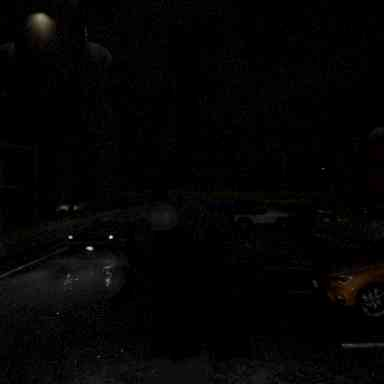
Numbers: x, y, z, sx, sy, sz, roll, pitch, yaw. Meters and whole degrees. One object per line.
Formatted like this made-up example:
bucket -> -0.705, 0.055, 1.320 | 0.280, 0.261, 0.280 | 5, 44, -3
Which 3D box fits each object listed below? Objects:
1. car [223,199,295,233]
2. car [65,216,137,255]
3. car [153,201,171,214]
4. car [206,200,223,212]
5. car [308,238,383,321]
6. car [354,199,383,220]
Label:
car -> 4.061, 1.463, 20.188 | 3.866, 1.878, 1.905 | 0, 0, 0
car -> -3.599, 1.707, 13.989 | 1.895, 1.301, 4.718 | 0, 0, 0
car -> -3.533, 1.832, 40.279 | 1.812, 1.442, 4.674 | 0, 0, 0
car -> 4.180, 1.811, 44.392 | 4.611, 1.667, 2.242 | 0, 0, 0
car -> 4.563, 1.556, 6.702 | 4.193, 1.474, 1.816 | 0, 0, 0
car -> 17.365, 1.533, 30.312 | 4.605, 1.855, 1.932 | 0, 0, 0
